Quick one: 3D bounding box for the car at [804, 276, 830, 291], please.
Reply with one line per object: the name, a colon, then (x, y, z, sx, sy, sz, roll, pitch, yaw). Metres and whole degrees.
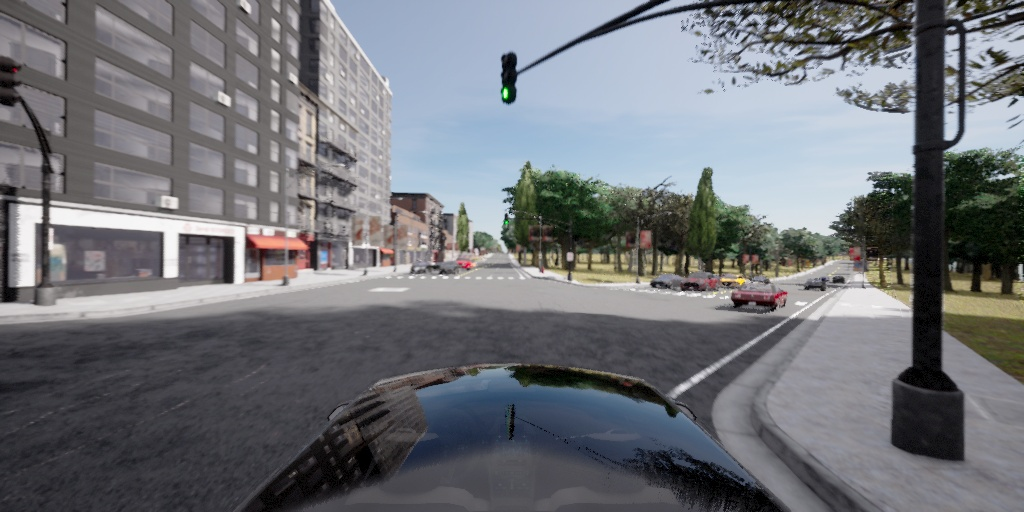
car: (36.659, 3.401, 43.343, 2.033, 1.411, 5.357, 1, -2, 44)

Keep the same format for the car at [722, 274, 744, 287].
car: (24.975, 2.850, 40.677, 1.882, 1.535, 5.008, 1, -2, 44)

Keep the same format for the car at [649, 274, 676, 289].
car: (15.559, 2.486, 35.590, 2.033, 1.411, 5.357, 1, -2, 45)

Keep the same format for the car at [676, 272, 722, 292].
car: (16.913, 2.260, 32.324, 2.097, 1.767, 4.553, 1, -2, 44)

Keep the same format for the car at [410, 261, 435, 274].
car: (-10.426, 1.299, 41.671, 2.128, 1.511, 4.902, 1, 0, 0)

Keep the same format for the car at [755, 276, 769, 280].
car: (36.128, 3.623, 52.157, 2.033, 1.411, 5.357, 1, -2, 44)

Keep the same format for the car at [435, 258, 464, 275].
car: (-7.176, 1.343, 41.634, 1.837, 1.490, 4.892, 1, 0, 0)

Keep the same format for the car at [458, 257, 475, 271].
car: (-7.342, 1.169, 53.671, 2.150, 2.045, 5.566, 1, -1, 0)

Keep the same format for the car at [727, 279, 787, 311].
car: (13.281, 2.115, 19.124, 1.895, 1.301, 4.718, 1, -2, 44)
